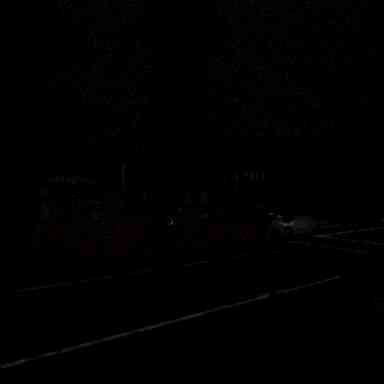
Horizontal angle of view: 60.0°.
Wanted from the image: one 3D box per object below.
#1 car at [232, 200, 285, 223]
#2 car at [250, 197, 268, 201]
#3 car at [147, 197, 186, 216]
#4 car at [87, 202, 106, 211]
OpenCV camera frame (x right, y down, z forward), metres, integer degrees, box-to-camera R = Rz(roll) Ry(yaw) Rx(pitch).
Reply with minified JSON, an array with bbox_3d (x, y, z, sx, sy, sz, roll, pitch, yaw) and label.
[{"bbox_3d":[5.193,1.628,26.658,1.812,1.442,4.674,0,-1,-37],"label":"car"},{"bbox_3d":[13.101,1.766,65.403,1.970,1.475,3.806,0,-1,-37],"label":"car"},{"bbox_3d":[-3.000,1.564,37.580,2.150,2.045,5.566,0,-1,-37],"label":"car"},{"bbox_3d":[-15.852,2.315,54.863,1.812,1.442,4.674,0,-1,-37],"label":"car"}]
